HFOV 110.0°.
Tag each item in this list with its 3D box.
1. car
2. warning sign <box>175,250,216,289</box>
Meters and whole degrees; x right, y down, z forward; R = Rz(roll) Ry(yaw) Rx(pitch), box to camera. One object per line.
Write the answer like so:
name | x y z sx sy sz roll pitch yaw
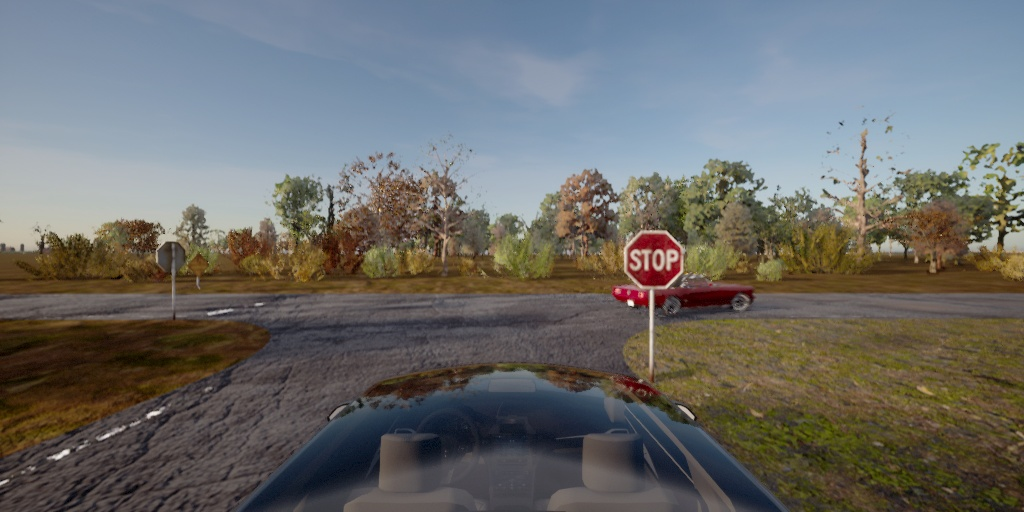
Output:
car | 6.031 1.250 12.488 4.718 1.301 1.895 0 0 -18
warning sign | -16.192 0.753 18.491 1.060 1.860 1.300 0 0 0
